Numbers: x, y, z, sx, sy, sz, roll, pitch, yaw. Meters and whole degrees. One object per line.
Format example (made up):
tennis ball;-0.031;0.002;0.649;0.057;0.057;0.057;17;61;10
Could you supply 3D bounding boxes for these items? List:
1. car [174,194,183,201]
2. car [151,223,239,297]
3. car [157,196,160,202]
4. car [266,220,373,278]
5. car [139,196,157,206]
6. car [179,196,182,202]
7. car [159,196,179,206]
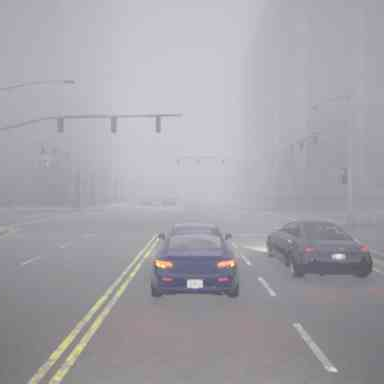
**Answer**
car;-3.314;1.350;81.806;2.128;1.511;4.902;0;0;0
car;0.079;1.509;8.387;1.812;1.442;4.674;0;0;1
car;-6.861;1.416;67.014;2.033;1.411;5.357;0;0;1
car;3.594;1.544;10.123;1.994;1.385;4.181;0;0;0
car;-6.967;1.463;51.361;1.994;1.385;4.181;0;0;0
car;-3.376;1.471;66.350;1.895;1.301;4.718;0;0;1
car;-3.472;1.501;50.810;1.895;1.301;4.718;0;0;0
